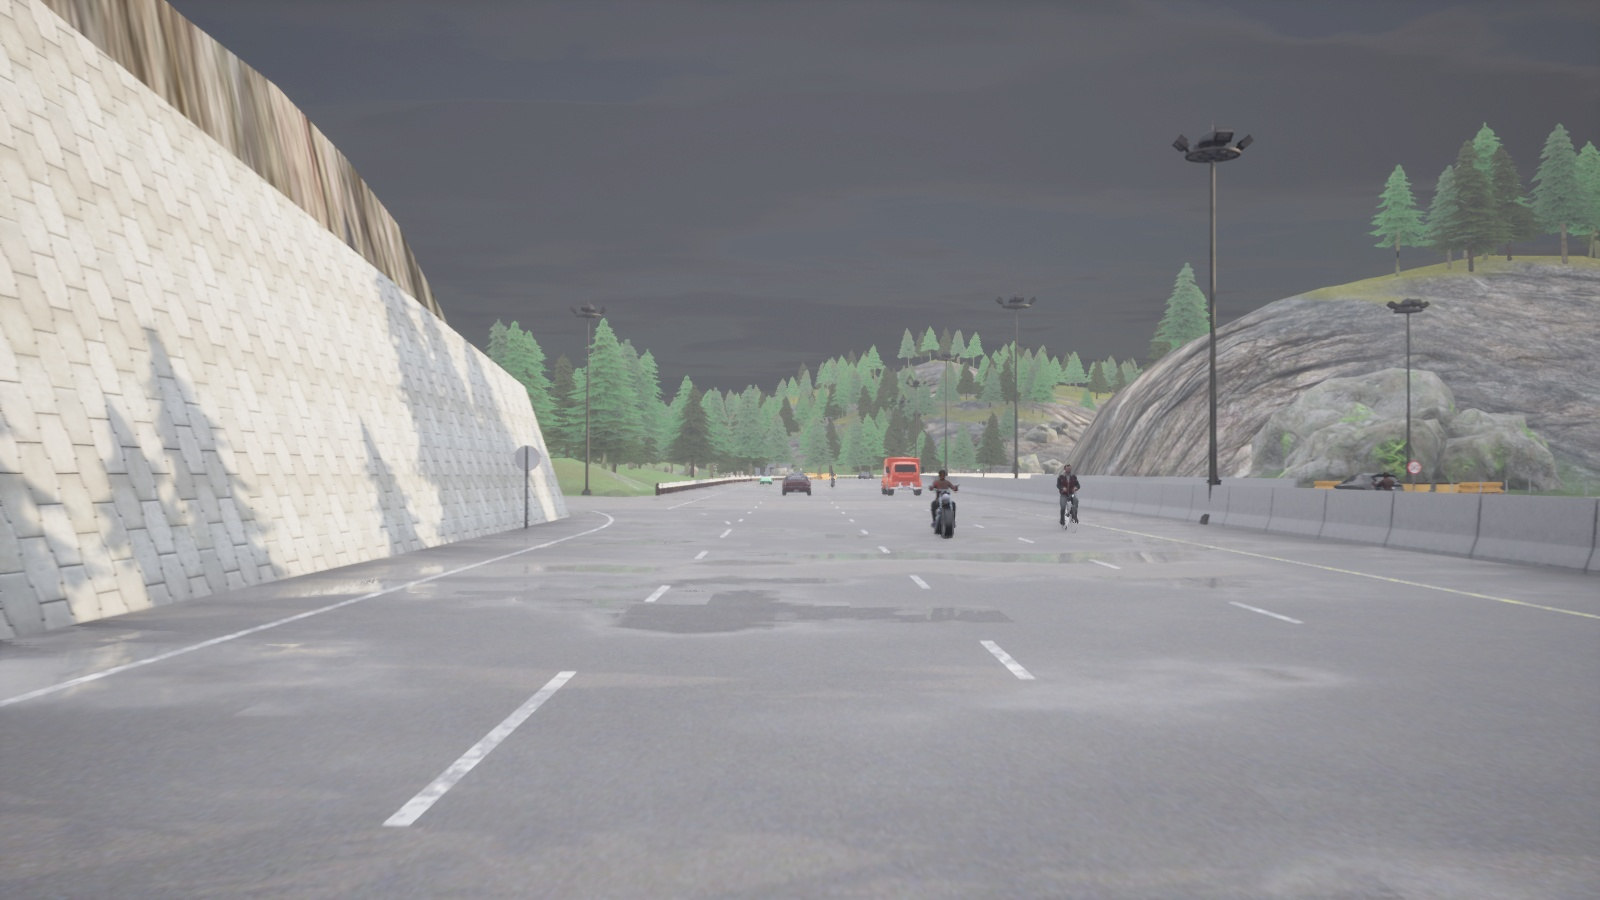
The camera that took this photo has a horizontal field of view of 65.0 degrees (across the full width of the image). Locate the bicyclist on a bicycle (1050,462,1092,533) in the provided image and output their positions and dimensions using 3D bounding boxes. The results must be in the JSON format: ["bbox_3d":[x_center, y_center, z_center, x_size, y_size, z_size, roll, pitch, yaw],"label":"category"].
[{"bbox_3d":[6.921,1.196,32.186,0.659,1.776,1.843,0,-1,0],"label":"bicyclist on a bicycle"}]

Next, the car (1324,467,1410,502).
[{"bbox_3d":[27.850,1.670,61.888,2.033,1.649,4.856,0,-1,0],"label":"car"}]

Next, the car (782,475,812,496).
[{"bbox_3d":[-0.198,2.284,81.781,1.895,1.301,4.718,0,-1,0],"label":"car"}]

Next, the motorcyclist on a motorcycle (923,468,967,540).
[{"bbox_3d":[3.427,1.250,29.828,0.766,1.649,2.350,0,-1,0],"label":"motorcyclist on a motorcycle"}]

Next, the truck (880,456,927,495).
[{"bbox_3d":[6.797,1.692,83.087,2.627,2.467,5.204,0,-1,0],"label":"truck"}]
